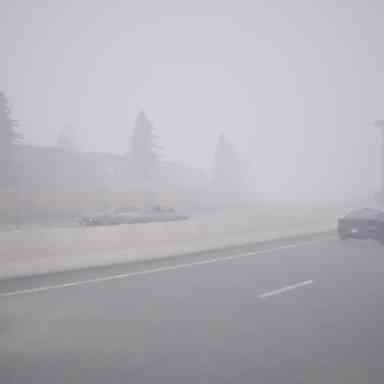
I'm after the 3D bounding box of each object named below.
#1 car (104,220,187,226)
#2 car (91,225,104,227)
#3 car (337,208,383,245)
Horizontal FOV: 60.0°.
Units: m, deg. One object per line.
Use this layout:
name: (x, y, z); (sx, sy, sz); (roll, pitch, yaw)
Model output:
car: (-2.470, 1.464, 19.878); (4.718, 1.301, 1.895); (0, 0, -41)
car: (-4.762, 1.625, 22.523); (5.357, 1.411, 2.033); (0, 0, -41)
car: (8.806, 1.536, 16.125); (5.008, 1.535, 1.882); (0, 0, -44)
